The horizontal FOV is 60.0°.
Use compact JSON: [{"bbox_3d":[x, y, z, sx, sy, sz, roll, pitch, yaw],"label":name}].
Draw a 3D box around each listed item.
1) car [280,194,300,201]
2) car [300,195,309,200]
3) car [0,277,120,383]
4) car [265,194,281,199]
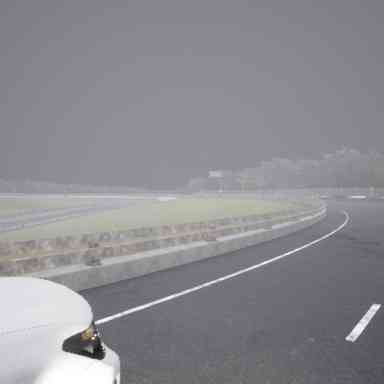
[{"bbox_3d":[24.393,1.547,82.717,1.994,1.385,4.181,0,0,-7],"label":"car"},{"bbox_3d":[27.762,1.547,84.095,1.994,1.385,4.181,0,0,-7],"label":"car"},{"bbox_3d":[-3.082,1.222,1.594,2.150,2.045,5.566,0,0,44],"label":"car"},{"bbox_3d":[22.895,1.467,92.505,1.882,1.535,5.008,0,0,-13],"label":"car"}]
